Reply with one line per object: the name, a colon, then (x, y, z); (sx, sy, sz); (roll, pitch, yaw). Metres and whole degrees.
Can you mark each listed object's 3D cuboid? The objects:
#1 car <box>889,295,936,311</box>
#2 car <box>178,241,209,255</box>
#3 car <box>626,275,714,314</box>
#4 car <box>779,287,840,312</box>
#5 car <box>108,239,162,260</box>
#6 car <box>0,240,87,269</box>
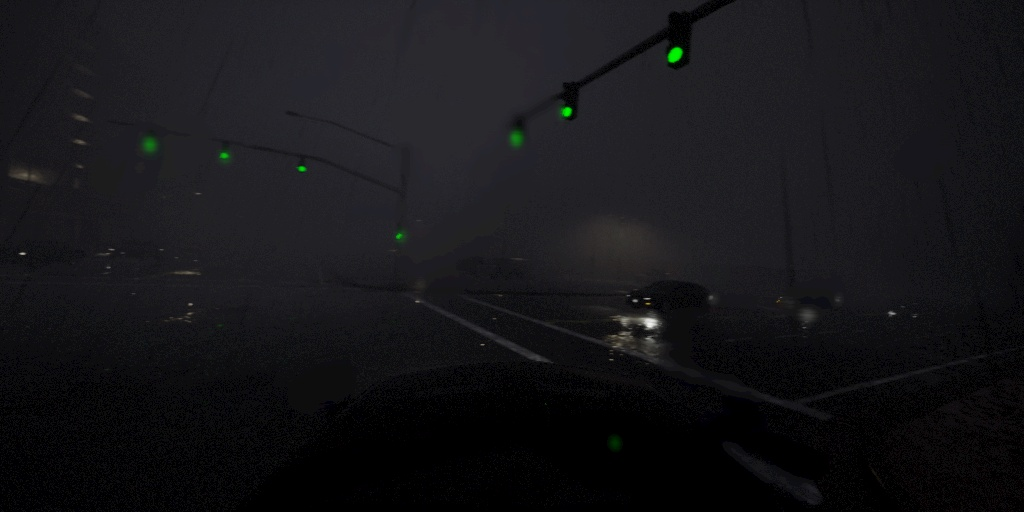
car: (35.850, 4.224, 32.097); (4.718, 1.301, 1.895); (4, -1, -28)
car: (-36.319, -0.933, 40.986); (1.882, 1.535, 5.008); (4, -1, -29)
car: (7.767, 1.951, 17.483); (4.892, 1.490, 1.837); (4, -1, -28)
car: (19.818, 2.856, 23.816); (4.892, 1.490, 1.837); (4, -1, -27)
car: (-28.976, -0.520, 27.768); (1.837, 1.490, 4.892); (4, -1, -29)
car: (-23.199, -0.121, 17.354); (1.895, 1.301, 4.718); (4, -1, -28)
